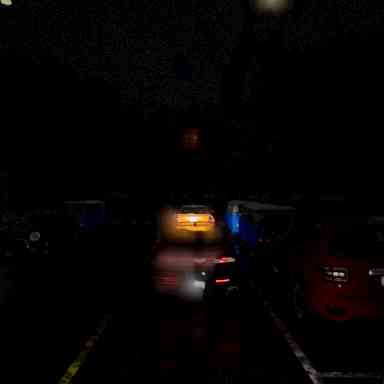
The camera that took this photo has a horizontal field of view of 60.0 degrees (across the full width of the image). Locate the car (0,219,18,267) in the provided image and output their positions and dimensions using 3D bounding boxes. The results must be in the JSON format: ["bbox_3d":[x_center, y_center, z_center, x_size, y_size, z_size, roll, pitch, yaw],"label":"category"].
[{"bbox_3d":[-5.776,1.525,6.801,1.752,1.417,4.829,0,0,0],"label":"car"}]

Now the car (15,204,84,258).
[{"bbox_3d":[-5.787,1.440,12.408,1.967,1.590,4.097,0,0,0],"label":"car"}]

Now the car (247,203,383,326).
[{"bbox_3d":[2.749,1.315,6.988,2.192,1.841,5.009,0,0,0],"label":"car"}]

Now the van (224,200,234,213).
[{"bbox_3d":[2.727,1.341,17.863,1.690,1.788,3.998,0,0,0],"label":"van"}]

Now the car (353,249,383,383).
[{"bbox_3d":[2.760,1.440,1.550,1.967,1.590,4.097,0,0,0],"label":"car"}]

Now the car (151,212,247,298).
[{"bbox_3d":[0.086,1.491,8.508,2.128,1.511,4.902,0,0,0],"label":"car"}]

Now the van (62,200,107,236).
[{"bbox_3d":[-5.798,1.341,17.846,1.690,1.788,3.998,0,0,0],"label":"van"}]

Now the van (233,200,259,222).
[{"bbox_3d":[2.738,1.341,12.425,1.690,1.788,3.998,0,0,0],"label":"van"}]

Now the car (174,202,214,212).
[{"bbox_3d":[0.104,1.352,17.558,2.097,1.767,4.553,0,0,1],"label":"car"}]
